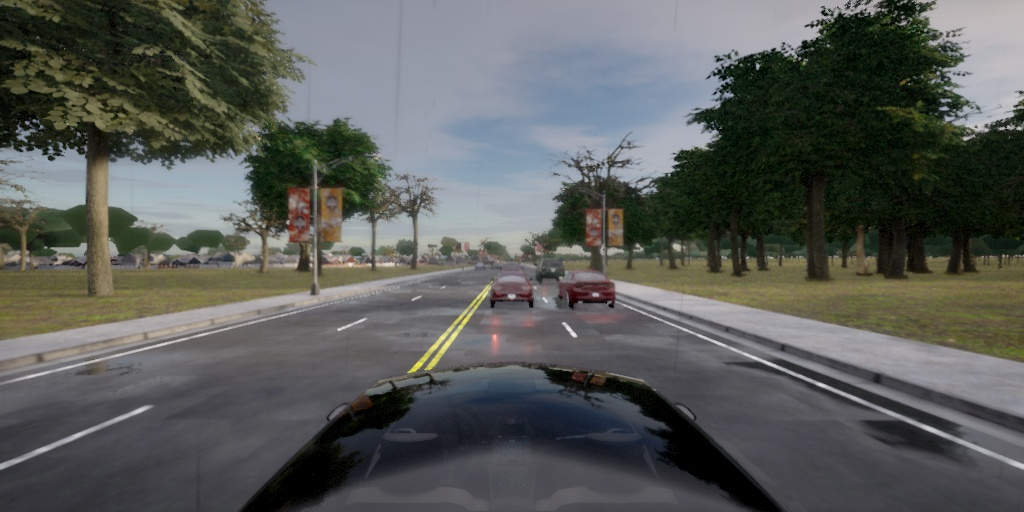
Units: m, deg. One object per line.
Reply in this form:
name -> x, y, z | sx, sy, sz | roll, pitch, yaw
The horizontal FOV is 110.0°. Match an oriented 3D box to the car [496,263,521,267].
car -> -0.007, 1.388, 30.921 | 2.097, 1.767, 4.553 | 0, -1, 0

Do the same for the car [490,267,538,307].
car -> 0.001, 1.415, 16.242 | 1.812, 1.442, 4.674 | 0, 0, 0

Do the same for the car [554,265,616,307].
car -> 3.252, 1.368, 16.328 | 1.882, 1.535, 5.008 | 0, 0, 0

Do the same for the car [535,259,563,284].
car -> 3.242, 1.253, 30.863 | 2.150, 2.045, 5.566 | 0, 0, 0
